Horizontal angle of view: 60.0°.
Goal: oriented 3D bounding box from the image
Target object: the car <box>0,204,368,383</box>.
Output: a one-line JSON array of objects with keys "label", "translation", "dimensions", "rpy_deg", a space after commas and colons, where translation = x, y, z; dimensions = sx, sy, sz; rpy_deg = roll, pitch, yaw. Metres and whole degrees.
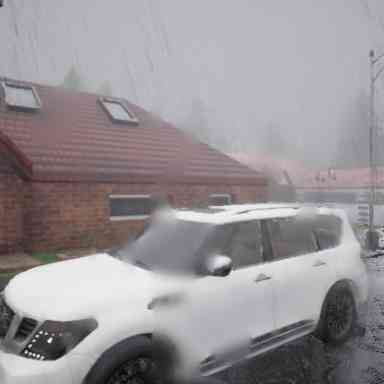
[{"label": "car", "translation": [0.315, 1.221, 4.805], "dimensions": [5.566, 2.045, 2.150], "rpy_deg": [0, 0, -36]}]
